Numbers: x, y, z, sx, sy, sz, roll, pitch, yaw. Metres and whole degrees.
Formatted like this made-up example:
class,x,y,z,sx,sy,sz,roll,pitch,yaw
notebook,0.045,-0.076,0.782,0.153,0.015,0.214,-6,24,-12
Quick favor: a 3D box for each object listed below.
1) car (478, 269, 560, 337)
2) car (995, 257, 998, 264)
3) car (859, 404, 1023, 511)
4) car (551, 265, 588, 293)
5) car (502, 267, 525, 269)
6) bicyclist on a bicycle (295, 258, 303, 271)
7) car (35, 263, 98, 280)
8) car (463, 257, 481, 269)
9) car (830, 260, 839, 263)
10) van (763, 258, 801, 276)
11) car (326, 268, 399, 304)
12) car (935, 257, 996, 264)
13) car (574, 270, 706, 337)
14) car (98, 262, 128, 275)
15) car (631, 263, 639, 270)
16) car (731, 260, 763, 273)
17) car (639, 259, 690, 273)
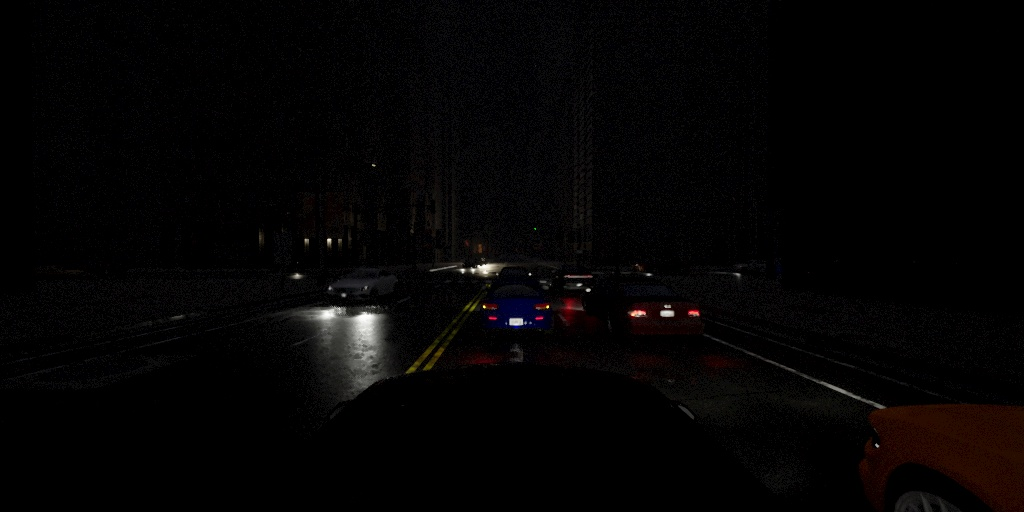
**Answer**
class,x,y,z,sx,sy,sz,roll,pitch,yaw
car,0.091,1.272,10.148,1.812,1.442,4.674,0,0,0
car,49.280,1.048,35.114,5.009,1.841,2.192,0,0,0
car,3.349,1.228,0.399,1.882,1.535,5.008,0,0,0
car,3.344,1.231,20.279,2.128,1.511,4.902,0,0,0
car,0.092,1.286,19.908,2.033,1.411,5.357,0,0,0
bicyclist on a bicycle,-25.888,1.003,43.552,0.582,1.620,1.656,0,1,0
car,-40.834,1.450,32.165,4.829,1.417,1.751,0,0,0
car,-6.578,1.191,56.525,1.882,1.535,5.008,0,0,1
car,32.959,1.322,35.206,4.207,1.307,1.802,0,0,0
van,27.518,1.088,35.237,3.998,1.789,1.690,0,0,0
car,-6.599,1.267,16.392,1.812,1.442,4.674,0,0,0
car,43.839,1.171,35.145,4.097,1.591,1.967,0,0,0
car,3.349,1.294,10.282,2.033,1.411,5.357,0,0,0
car,-46.428,1.363,40.686,4.507,1.381,1.888,0,0,0
car,16.682,1.072,43.822,4.097,1.591,1.967,0,0,0
car,27.652,1.186,41.071,4.674,1.442,1.812,0,1,0
car,17.712,1.149,41.143,5.008,1.535,1.882,0,1,0
